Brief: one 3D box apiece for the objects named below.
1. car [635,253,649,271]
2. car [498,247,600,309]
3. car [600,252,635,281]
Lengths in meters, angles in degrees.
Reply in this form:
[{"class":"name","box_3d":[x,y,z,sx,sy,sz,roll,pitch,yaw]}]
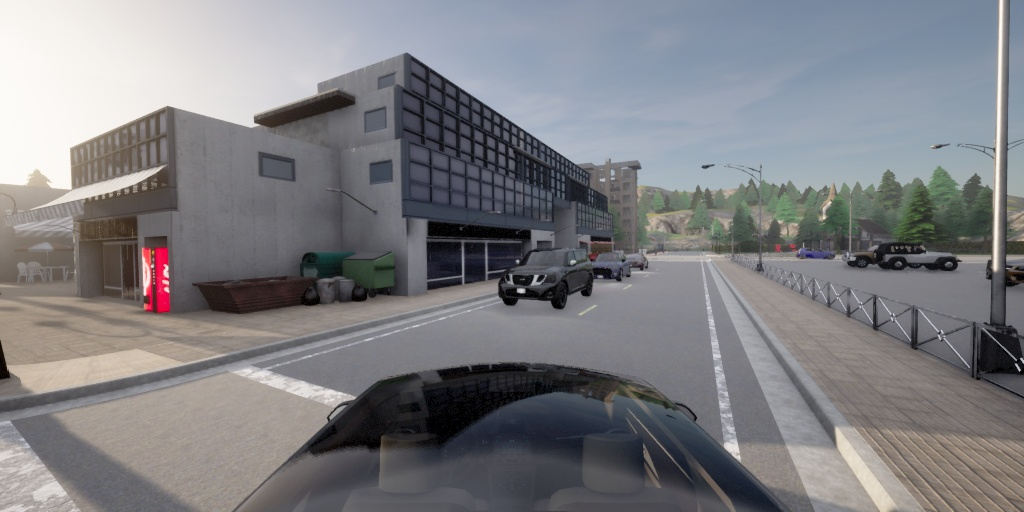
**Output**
[{"class":"car","box_3d":[10.871,0.462,31.716,1.812,1.442,4.674,0,2,28]},{"class":"car","box_3d":[1.567,0.693,13.935,2.150,2.045,5.566,0,1,28]},{"class":"car","box_3d":[6.125,0.561,22.651,2.097,1.767,4.553,0,2,28]}]
